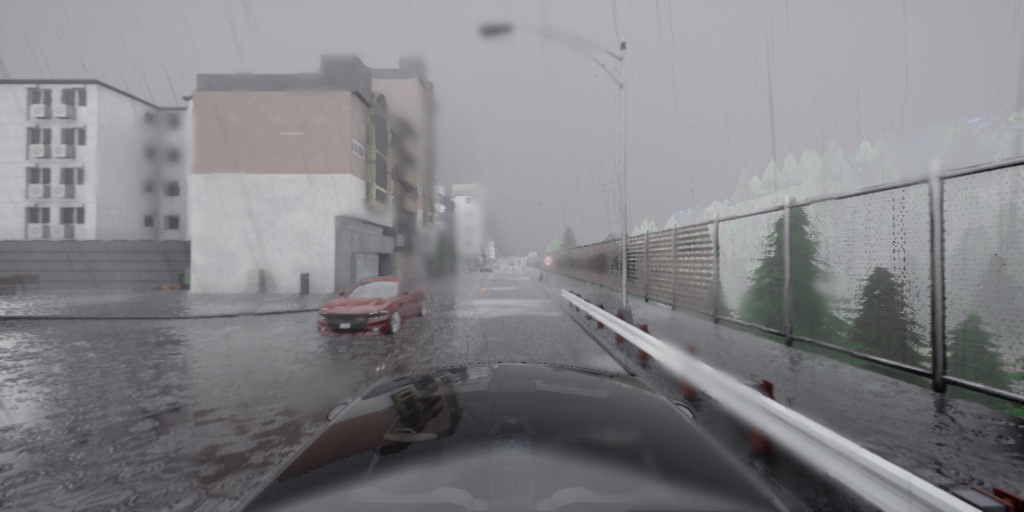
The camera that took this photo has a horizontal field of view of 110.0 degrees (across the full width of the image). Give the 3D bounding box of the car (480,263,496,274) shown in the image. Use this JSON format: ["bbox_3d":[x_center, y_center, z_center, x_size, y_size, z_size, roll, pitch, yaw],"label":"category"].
[{"bbox_3d":[-4.020,2.086,56.355,1.895,1.301,4.718,0,-1,0],"label":"car"}]

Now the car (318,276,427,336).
[{"bbox_3d":[-3.997,1.413,11.094,1.882,1.535,5.008,0,0,0],"label":"car"}]
